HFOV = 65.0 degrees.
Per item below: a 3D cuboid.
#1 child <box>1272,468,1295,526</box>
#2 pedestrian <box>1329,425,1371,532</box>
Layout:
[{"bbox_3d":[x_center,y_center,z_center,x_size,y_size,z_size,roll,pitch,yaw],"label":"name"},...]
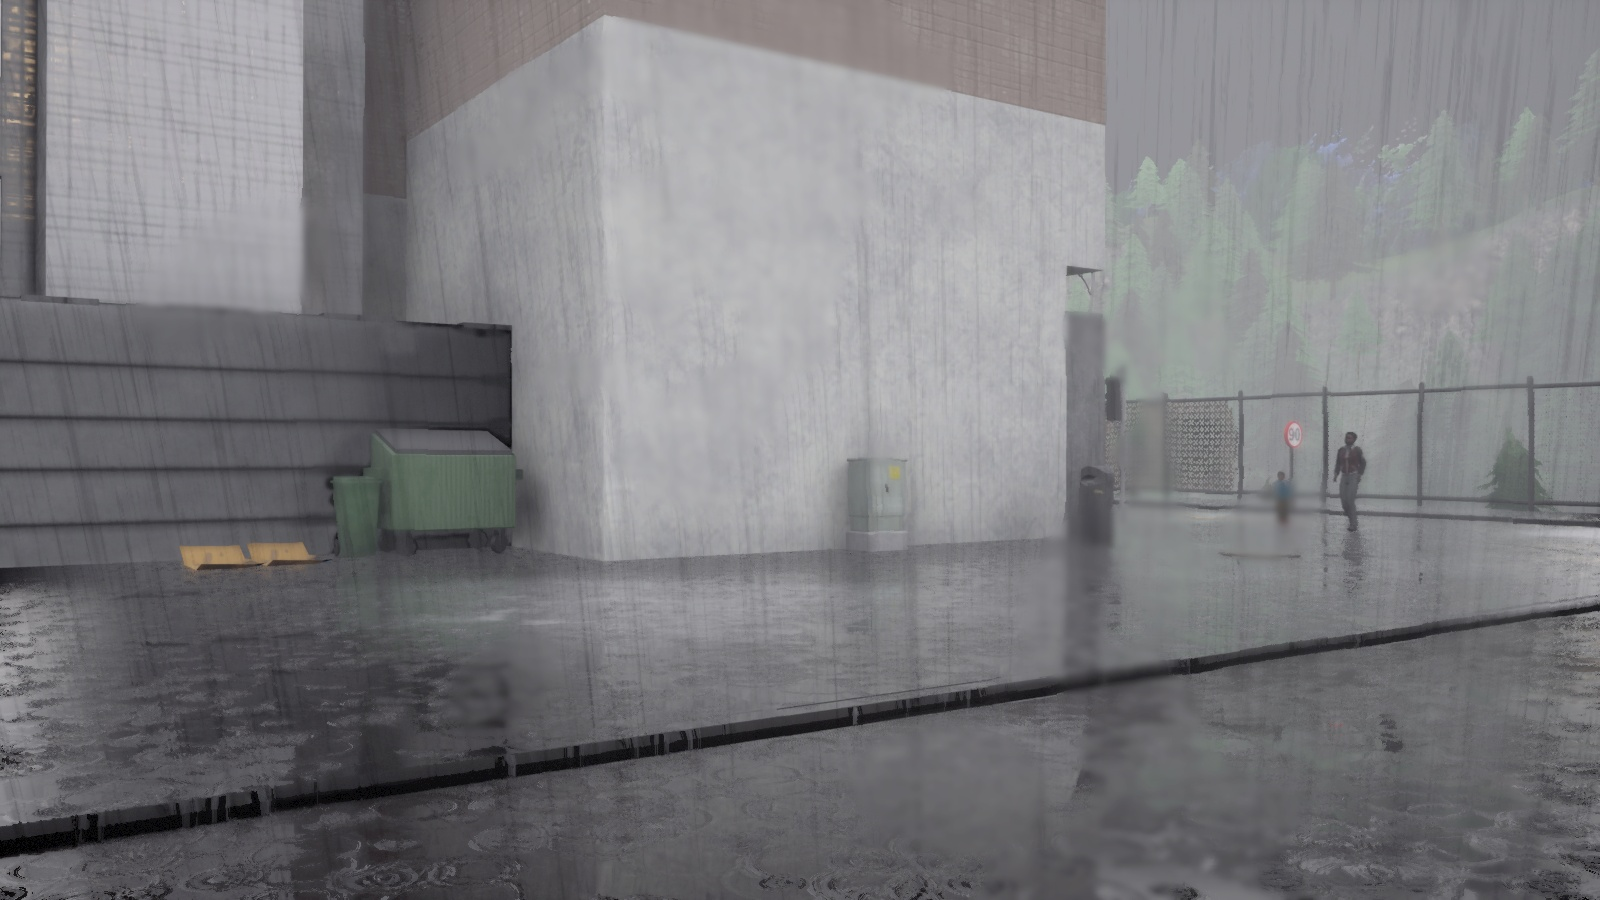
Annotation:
[{"bbox_3d":[10.114,0.976,26.271,0.343,1.192,0.448,0,0,36],"label":"child"},{"bbox_3d":[10.070,0.506,22.995,0.666,1.930,0.402,0,0,-35],"label":"pedestrian"}]
